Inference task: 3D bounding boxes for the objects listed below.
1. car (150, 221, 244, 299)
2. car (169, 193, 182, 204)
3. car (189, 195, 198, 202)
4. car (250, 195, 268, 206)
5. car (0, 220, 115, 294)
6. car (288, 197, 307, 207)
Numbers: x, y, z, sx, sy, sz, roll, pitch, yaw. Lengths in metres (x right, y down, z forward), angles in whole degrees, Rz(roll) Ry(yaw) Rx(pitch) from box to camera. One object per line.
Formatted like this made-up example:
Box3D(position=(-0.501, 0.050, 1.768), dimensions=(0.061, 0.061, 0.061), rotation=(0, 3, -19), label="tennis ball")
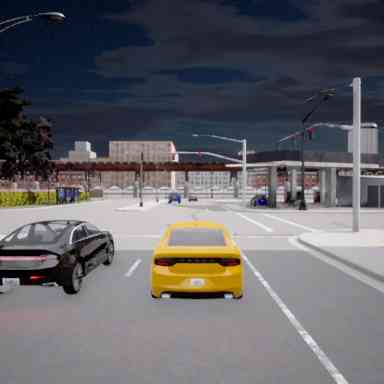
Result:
Box3D(position=(0.111, 1.468, 8.481), dimensions=(1.882, 1.535, 5.008), rotation=(0, 0, 0), label="car")
Box3D(position=(-3.180, 1.129, 63.017), dimensions=(2.150, 2.045, 5.566), rotation=(0, 0, 0), label="car")
Box3D(position=(0.254, 1.442, 73.449), dimensions=(1.994, 1.385, 4.181), rotation=(0, 0, 0), label="car")
Box3D(position=(9.880, 1.251, 48.740), dimensions=(2.242, 1.667, 4.611), rotation=(0, 0, 1), label="car")
Box3D(position=(-3.387, 1.474, 8.702), dimensions=(2.128, 1.511, 4.902), rotation=(0, 0, 0), label="car")
Box3D(position=(15.627, 1.423, 49.483), dimensions=(1.970, 1.475, 3.806), rotation=(0, 0, 1), label="car")
